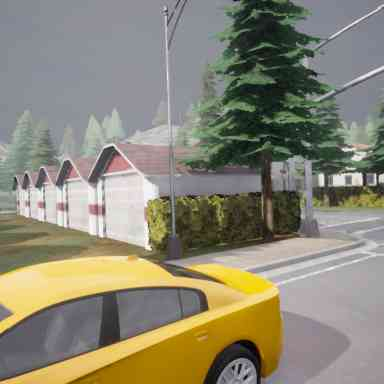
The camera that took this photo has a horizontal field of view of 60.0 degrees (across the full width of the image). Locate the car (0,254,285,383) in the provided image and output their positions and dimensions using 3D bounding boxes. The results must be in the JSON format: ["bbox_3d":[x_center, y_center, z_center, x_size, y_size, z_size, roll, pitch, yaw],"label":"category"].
[{"bbox_3d":[-1.296,1.455,3.068,5.008,1.535,1.882,-2,1,-35],"label":"car"}]
